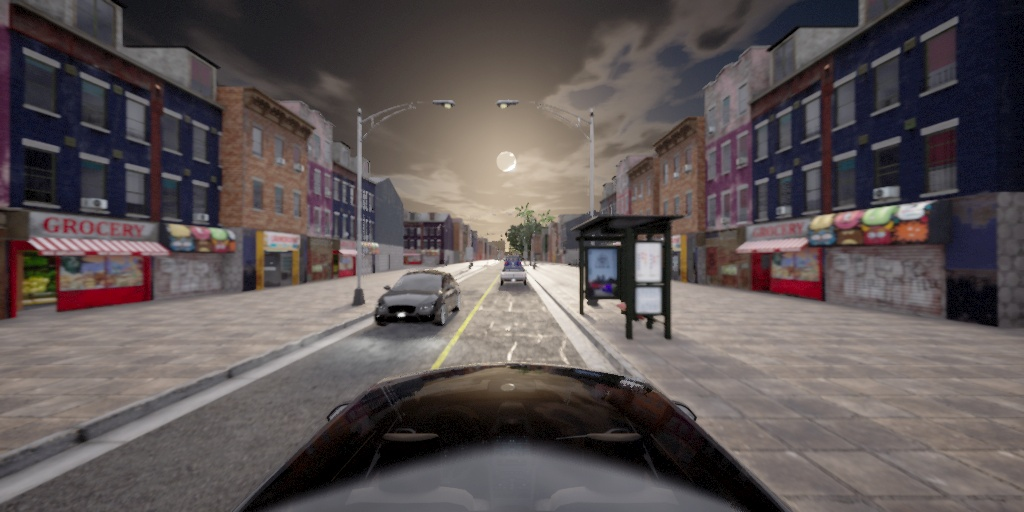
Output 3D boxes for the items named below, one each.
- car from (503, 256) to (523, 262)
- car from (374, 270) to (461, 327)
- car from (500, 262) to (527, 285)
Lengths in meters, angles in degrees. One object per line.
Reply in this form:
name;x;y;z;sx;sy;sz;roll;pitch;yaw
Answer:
car;0.112;0.983;43.844;2.150;2.045;5.566;0;0;0
car;-2.827;1.252;11.629;1.837;1.490;4.892;0;0;0
car;0.107;1.352;26.287;1.895;1.301;4.718;0;0;0
